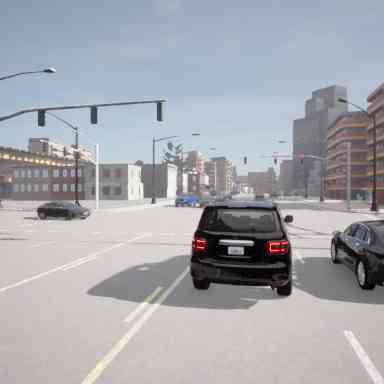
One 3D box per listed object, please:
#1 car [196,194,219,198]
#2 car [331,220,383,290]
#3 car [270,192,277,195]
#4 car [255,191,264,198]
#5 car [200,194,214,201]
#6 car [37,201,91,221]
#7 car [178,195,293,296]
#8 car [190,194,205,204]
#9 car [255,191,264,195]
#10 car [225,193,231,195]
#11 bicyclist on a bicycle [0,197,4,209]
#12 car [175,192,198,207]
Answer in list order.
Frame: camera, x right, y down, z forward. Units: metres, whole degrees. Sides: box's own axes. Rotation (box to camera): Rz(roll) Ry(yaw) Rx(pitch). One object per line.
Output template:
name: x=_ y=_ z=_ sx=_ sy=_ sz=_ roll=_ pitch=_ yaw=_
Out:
car: x=2.216 y=1.381 z=46.018 sx=1.837 sy=1.490 sz=4.892 roll=0 pitch=1 yaw=11
car: x=5.071 y=1.505 z=8.886 sx=1.837 sy=1.490 sz=4.892 roll=0 pitch=0 yaw=11
car: x=20.654 y=0.743 z=84.468 sx=2.033 sy=1.411 sz=5.357 roll=0 pitch=1 yaw=11
car: x=17.218 y=0.558 z=85.138 sx=2.097 sy=1.767 sz=4.553 roll=0 pitch=1 yaw=11
car: x=3.133 y=1.074 z=68.167 sx=2.033 sy=1.411 sz=5.357 roll=0 pitch=1 yaw=12
car: x=-10.342 y=1.506 z=26.895 sx=4.892 sy=1.490 sz=1.837 roll=0 pitch=-1 yaw=27
car: x=1.509 y=1.221 z=8.997 sx=2.150 sy=2.045 sz=5.566 roll=0 pitch=0 yaw=14
car: x=1.019 y=1.217 z=57.898 sx=1.837 sy=1.490 sz=4.892 roll=0 pitch=1 yaw=11
car: x=14.296 y=0.965 z=70.213 sx=2.128 sy=1.511 sz=4.902 roll=0 pitch=1 yaw=11
car: x=5.879 y=1.091 z=64.214 sx=1.837 sy=1.490 sz=4.892 roll=0 pitch=1 yaw=12
bicyclist on a bicycle: x=-23.941 y=1.303 z=41.344 sx=0.582 sy=1.620 sz=1.656 roll=0 pitch=0 yaw=10
car: x=-0.871 y=1.079 z=48.417 sx=2.150 sy=2.045 sz=5.566 roll=0 pitch=1 yaw=12
